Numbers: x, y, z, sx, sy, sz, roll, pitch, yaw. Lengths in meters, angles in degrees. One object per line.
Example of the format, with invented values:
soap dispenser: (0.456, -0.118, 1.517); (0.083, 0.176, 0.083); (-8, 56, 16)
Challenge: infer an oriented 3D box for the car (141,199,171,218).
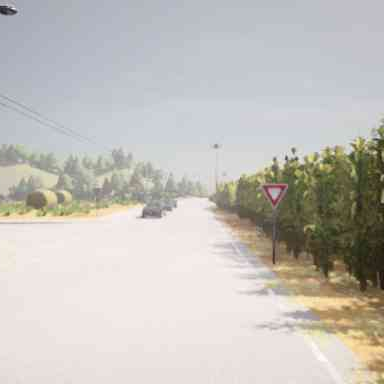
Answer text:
car: (-3.522, 1.647, 31.610); (1.837, 1.490, 4.892); (0, 0, 4)

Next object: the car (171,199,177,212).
car: (-3.313, 1.692, 41.501); (1.837, 1.490, 4.892); (0, 0, 1)
